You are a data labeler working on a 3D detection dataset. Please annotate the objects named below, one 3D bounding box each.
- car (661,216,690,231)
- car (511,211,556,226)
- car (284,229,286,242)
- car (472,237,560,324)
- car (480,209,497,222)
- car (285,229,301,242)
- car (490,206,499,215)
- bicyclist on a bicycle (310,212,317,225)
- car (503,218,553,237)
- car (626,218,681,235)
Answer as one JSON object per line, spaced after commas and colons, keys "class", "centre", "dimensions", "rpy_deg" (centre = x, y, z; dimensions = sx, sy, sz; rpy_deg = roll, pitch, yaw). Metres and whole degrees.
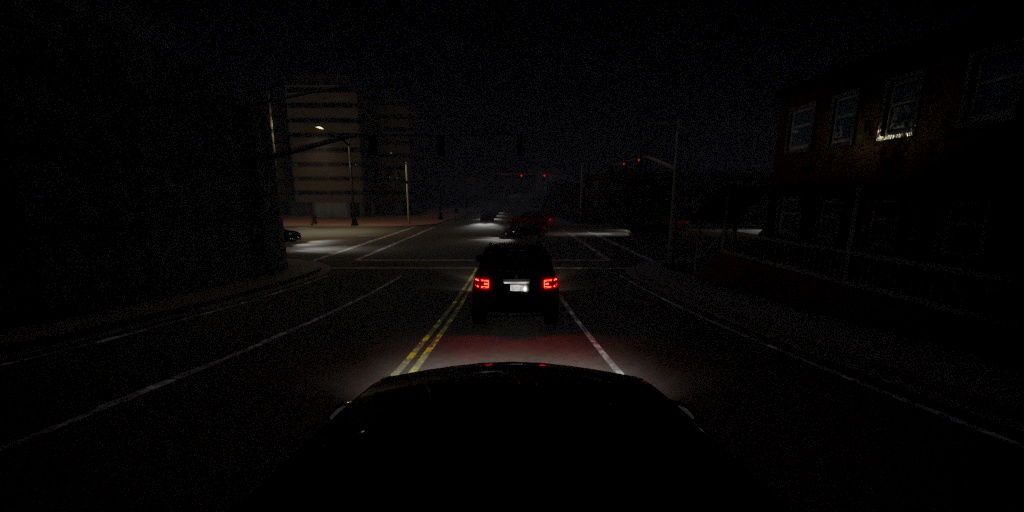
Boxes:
{"class": "car", "centre": [17.329, -3.737, 40.133], "dimensions": [4.553, 1.767, 2.097], "rpy_deg": [0, 10, 0]}
{"class": "car", "centre": [2.384, -4.217, 42.121], "dimensions": [5.566, 2.045, 2.150], "rpy_deg": [5, 12, 26]}
{"class": "car", "centre": [-19.913, -1.232, 26.177], "dimensions": [4.902, 1.511, 2.128], "rpy_deg": [0, 10, 0]}
{"class": "car", "centre": [0.062, 0.602, 10.736], "dimensions": [2.150, 2.045, 5.566], "rpy_deg": [0, 4, -1]}
{"class": "car", "centre": [-3.729, -5.881, 54.116], "dimensions": [1.895, 1.301, 4.718], "rpy_deg": [0, 10, 0]}
{"class": "car", "centre": [-20.107, -1.806, 29.622], "dimensions": [4.892, 1.490, 1.837], "rpy_deg": [0, 10, 0]}
{"class": "car", "centre": [-3.727, -7.450, 62.862], "dimensions": [1.812, 1.442, 4.674], "rpy_deg": [0, 10, 0]}
{"class": "bicyclist on a bicycle", "centre": [-25.379, -4.785, 45.847], "dimensions": [0.582, 1.620, 1.656], "rpy_deg": [0, 10, 0]}
{"class": "car", "centre": [1.275, -2.479, 33.744], "dimensions": [4.674, 1.442, 1.812], "rpy_deg": [-7, 11, -37]}
{"class": "car", "centre": [14.235, -2.906, 36.727], "dimensions": [4.718, 1.301, 1.895], "rpy_deg": [0, 10, 0]}
